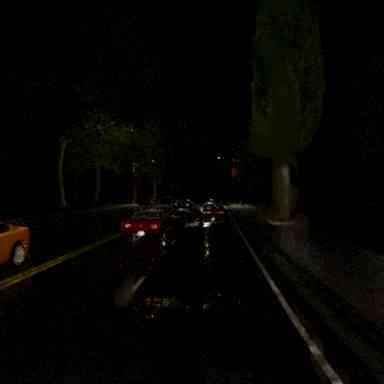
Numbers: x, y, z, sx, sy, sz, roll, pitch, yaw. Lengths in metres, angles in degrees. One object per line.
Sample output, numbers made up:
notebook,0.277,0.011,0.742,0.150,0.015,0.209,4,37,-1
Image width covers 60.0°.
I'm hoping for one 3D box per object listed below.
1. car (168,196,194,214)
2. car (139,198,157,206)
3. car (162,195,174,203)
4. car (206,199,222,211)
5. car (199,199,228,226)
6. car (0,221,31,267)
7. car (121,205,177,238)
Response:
car,-0.914,1.513,35.366,2.128,1.511,4.902,0,0,4
car,-6.509,1.524,49.802,1.994,1.385,4.181,0,0,4
car,-3.266,1.184,49.582,1.882,1.535,5.008,0,0,4
car,2.855,1.597,42.600,1.994,1.385,4.181,0,0,4
car,1.494,1.497,23.332,2.128,1.511,4.902,0,0,4
car,-6.231,1.469,8.664,1.882,1.535,5.008,0,0,4
car,-2.173,1.598,17.489,1.895,1.301,4.718,0,0,4
